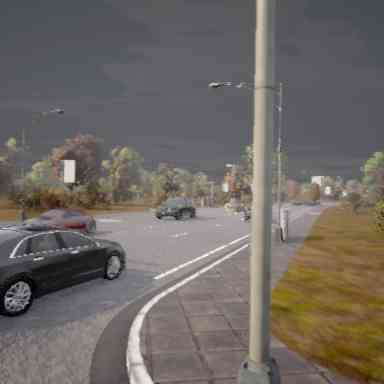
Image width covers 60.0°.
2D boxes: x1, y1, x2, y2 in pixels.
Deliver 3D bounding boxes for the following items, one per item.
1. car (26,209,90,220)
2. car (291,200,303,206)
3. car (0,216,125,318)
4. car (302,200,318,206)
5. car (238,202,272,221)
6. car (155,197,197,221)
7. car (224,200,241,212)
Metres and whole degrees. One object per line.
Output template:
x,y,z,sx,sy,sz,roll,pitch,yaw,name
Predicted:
-6.991,1.603,17.576,1.994,1.385,4.181,1,-1,22,car
28.222,3.053,89.802,1.895,1.301,4.718,1,-1,27,car
-3.419,1.525,7.625,1.837,1.490,4.892,1,-1,22,car
31.361,3.047,88.254,2.033,1.411,5.357,1,-1,27,car
6.206,1.930,30.933,2.128,1.511,4.902,1,-1,22,car
-1.386,1.506,31.132,2.150,2.045,5.566,1,0,22,car
6.289,1.993,49.435,2.097,1.767,4.553,1,-1,23,car
